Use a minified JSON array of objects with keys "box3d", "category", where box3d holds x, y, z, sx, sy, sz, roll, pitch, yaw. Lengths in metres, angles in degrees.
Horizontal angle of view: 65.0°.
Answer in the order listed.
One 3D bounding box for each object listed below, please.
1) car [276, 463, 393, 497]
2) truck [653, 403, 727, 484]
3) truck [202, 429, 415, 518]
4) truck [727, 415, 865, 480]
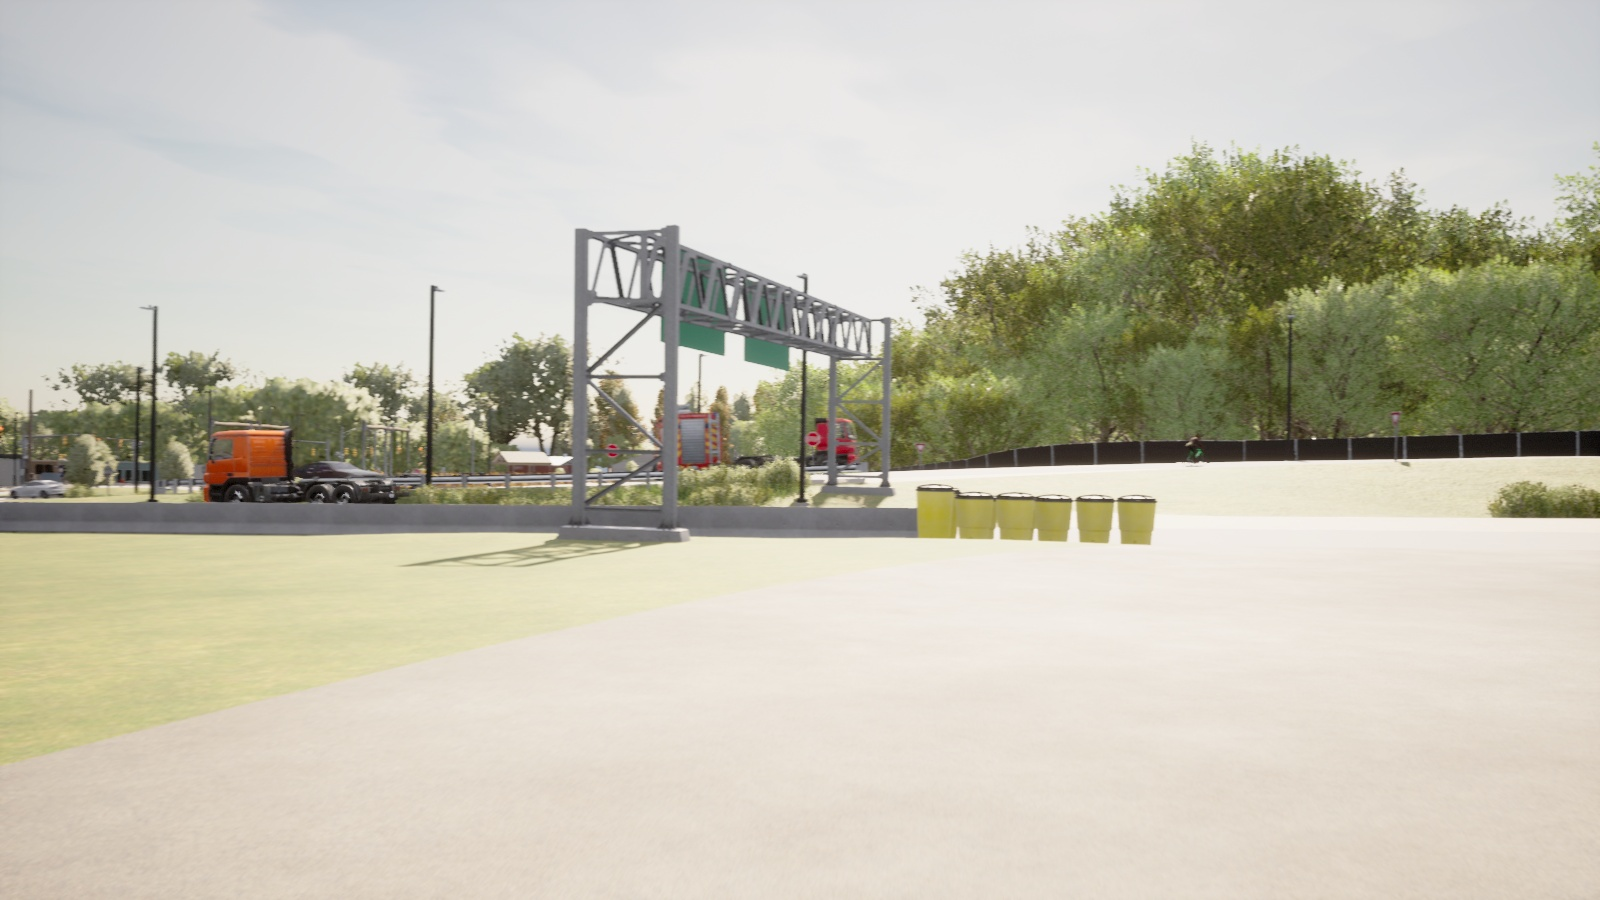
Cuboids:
[{"box3d":[-21.829,1.419,58.835,5.357,1.411,2.033,-2,-1,28],"category":"car"},{"box3d":[-5.968,-0.228,66.882,2.891,3.827,8.468,-2,-2,-11],"category":"truck"},{"box3d":[-20.083,0.989,51.388,7.936,3.462,2.891,-1,0,16],"category":"truck"},{"box3d":[-0.199,-0.132,77.128,7.936,3.462,2.891,-3,-1,10],"category":"truck"}]
